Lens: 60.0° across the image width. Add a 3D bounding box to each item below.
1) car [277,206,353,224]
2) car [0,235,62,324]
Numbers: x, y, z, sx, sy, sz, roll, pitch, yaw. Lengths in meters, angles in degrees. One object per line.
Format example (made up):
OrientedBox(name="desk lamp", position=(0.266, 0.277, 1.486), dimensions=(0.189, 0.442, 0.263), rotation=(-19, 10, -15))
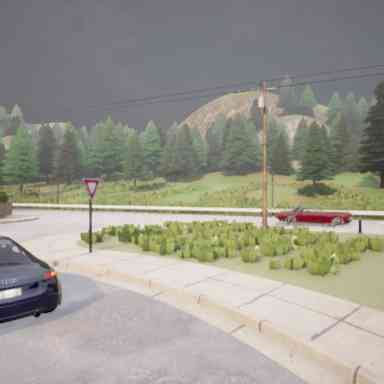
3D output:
OrientedBox(name="car", position=(8.252, 1.596, 22.420), dimensions=(4.718, 1.301, 1.895), rotation=(0, 0, 27))
OrientedBox(name="car", position=(-4.330, 1.562, 6.568), dimensions=(4.181, 1.385, 1.994), rotation=(0, 0, 42))
